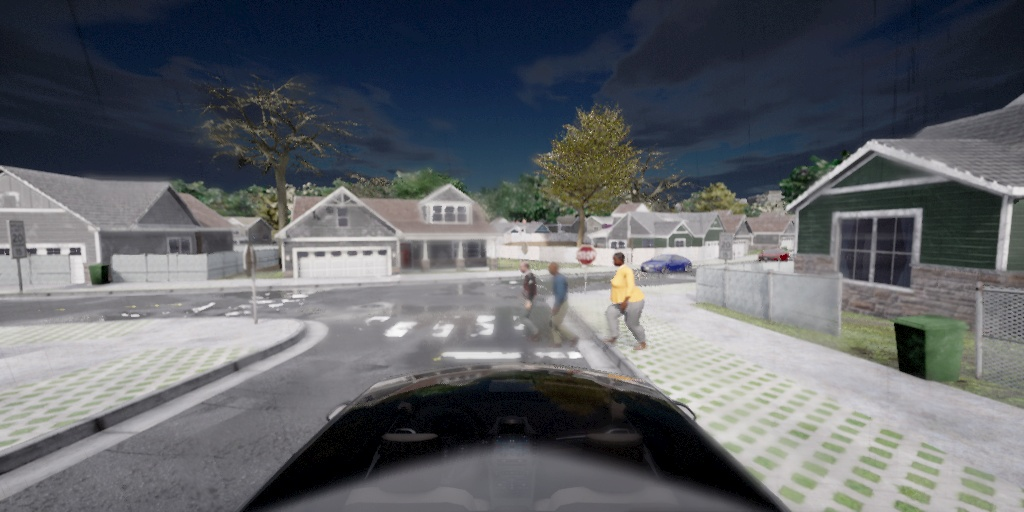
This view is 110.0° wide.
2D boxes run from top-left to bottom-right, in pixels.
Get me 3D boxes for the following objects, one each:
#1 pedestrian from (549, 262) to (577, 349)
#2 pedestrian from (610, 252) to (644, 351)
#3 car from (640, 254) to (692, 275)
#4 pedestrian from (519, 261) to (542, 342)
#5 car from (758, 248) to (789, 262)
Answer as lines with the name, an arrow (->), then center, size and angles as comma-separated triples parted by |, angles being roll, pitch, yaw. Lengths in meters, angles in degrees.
pedestrian -> 1.004, 0.952, 7.245 | 0.375, 1.860, 0.375 | -3, 4, 0
pedestrian -> 2.087, 0.811, 6.571 | 0.375, 1.860, 0.375 | -3, 4, 0
car -> 11.902, 0.580, 27.510 | 4.674, 1.442, 1.812 | -2, 4, -32
pedestrian -> 0.396, 0.943, 7.780 | 0.375, 1.860, 0.375 | -3, 4, 0
car -> 28.877, -0.068, 39.537 | 5.008, 1.535, 1.882 | -2, 5, -38
